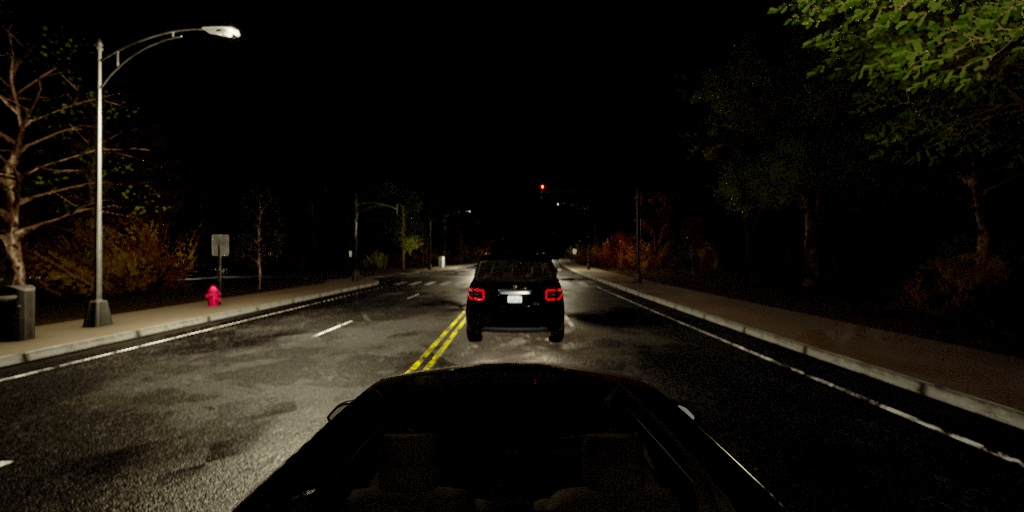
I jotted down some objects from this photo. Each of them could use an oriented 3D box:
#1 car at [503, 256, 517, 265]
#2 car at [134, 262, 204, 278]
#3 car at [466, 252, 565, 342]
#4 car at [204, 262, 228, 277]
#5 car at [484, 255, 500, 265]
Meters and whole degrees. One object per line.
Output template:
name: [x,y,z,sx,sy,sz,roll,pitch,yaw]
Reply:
car: [-0.333,0.812,65.130,2.128,1.511,4.902,0,1,6]
car: [-32.033,1.392,33.192,5.357,1.411,2.033,-1,0,10]
car: [0.110,0.928,9.738,2.150,2.045,5.566,0,0,1]
car: [-31.436,1.345,36.391,4.902,1.511,2.128,-1,0,10]
car: [-3.577,0.675,65.308,2.097,1.767,4.553,0,0,6]
